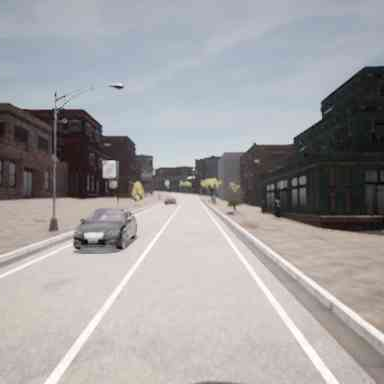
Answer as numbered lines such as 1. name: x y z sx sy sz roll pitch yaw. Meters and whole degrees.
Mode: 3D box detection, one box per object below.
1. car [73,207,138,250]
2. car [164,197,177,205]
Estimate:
1. car: -3.469 1.434 14.078 2.128 1.511 4.902 0 0 0
2. car: -3.576 1.447 55.812 1.994 1.385 4.181 0 0 0
